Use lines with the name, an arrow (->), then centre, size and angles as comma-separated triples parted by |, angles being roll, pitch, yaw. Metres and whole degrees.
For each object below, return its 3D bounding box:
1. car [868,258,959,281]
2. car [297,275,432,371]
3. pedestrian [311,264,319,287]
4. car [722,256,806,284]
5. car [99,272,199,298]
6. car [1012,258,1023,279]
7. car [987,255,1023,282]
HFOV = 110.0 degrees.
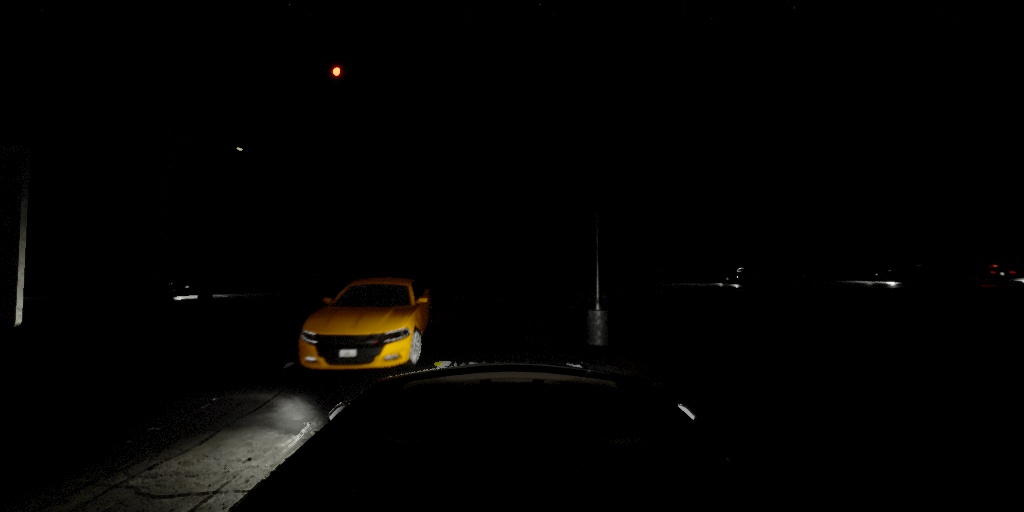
car -> 26.130, 0.889, 23.386 | 4.674, 1.442, 1.812 | -1, -2, 1
car -> -2.884, 1.230, 8.029 | 1.882, 1.535, 5.008 | 1, 0, -8
pedestrian -> -15.061, 1.464, 27.384 | 0.375, 1.860, 0.375 | 0, -1, 0
car -> 16.280, 0.873, 23.413 | 4.553, 1.767, 2.097 | -1, -2, 0
car -> -19.908, 1.548, 19.790 | 4.181, 1.385, 1.994 | -1, -2, 0
car -> 36.724, 0.749, 23.352 | 5.357, 1.411, 2.033 | -1, -2, 0
car -> 29.328, 0.682, 19.679 | 4.892, 1.490, 1.837 | -1, -2, 0
